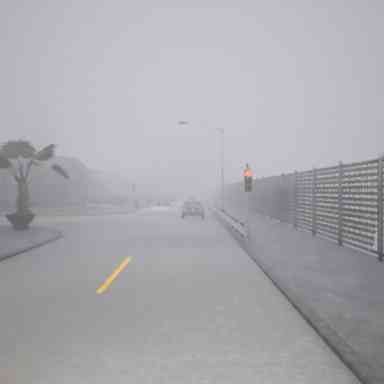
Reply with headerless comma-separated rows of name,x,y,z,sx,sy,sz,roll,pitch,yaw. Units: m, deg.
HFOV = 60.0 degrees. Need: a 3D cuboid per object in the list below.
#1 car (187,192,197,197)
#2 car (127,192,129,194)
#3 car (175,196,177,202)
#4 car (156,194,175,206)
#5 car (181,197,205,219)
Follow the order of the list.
car,-0.017,1.183,71.481,2.033,1.411,5.357,0,0,0
car,-17.298,0.734,81.933,3.633,1.501,1.845,0,0,0
car,-4.035,1.162,64.642,1.882,1.535,5.008,0,0,0
car,-4.090,1.257,47.891,2.128,1.511,4.902,0,0,0
car,0.091,1.411,27.765,2.033,1.411,5.357,0,0,0
